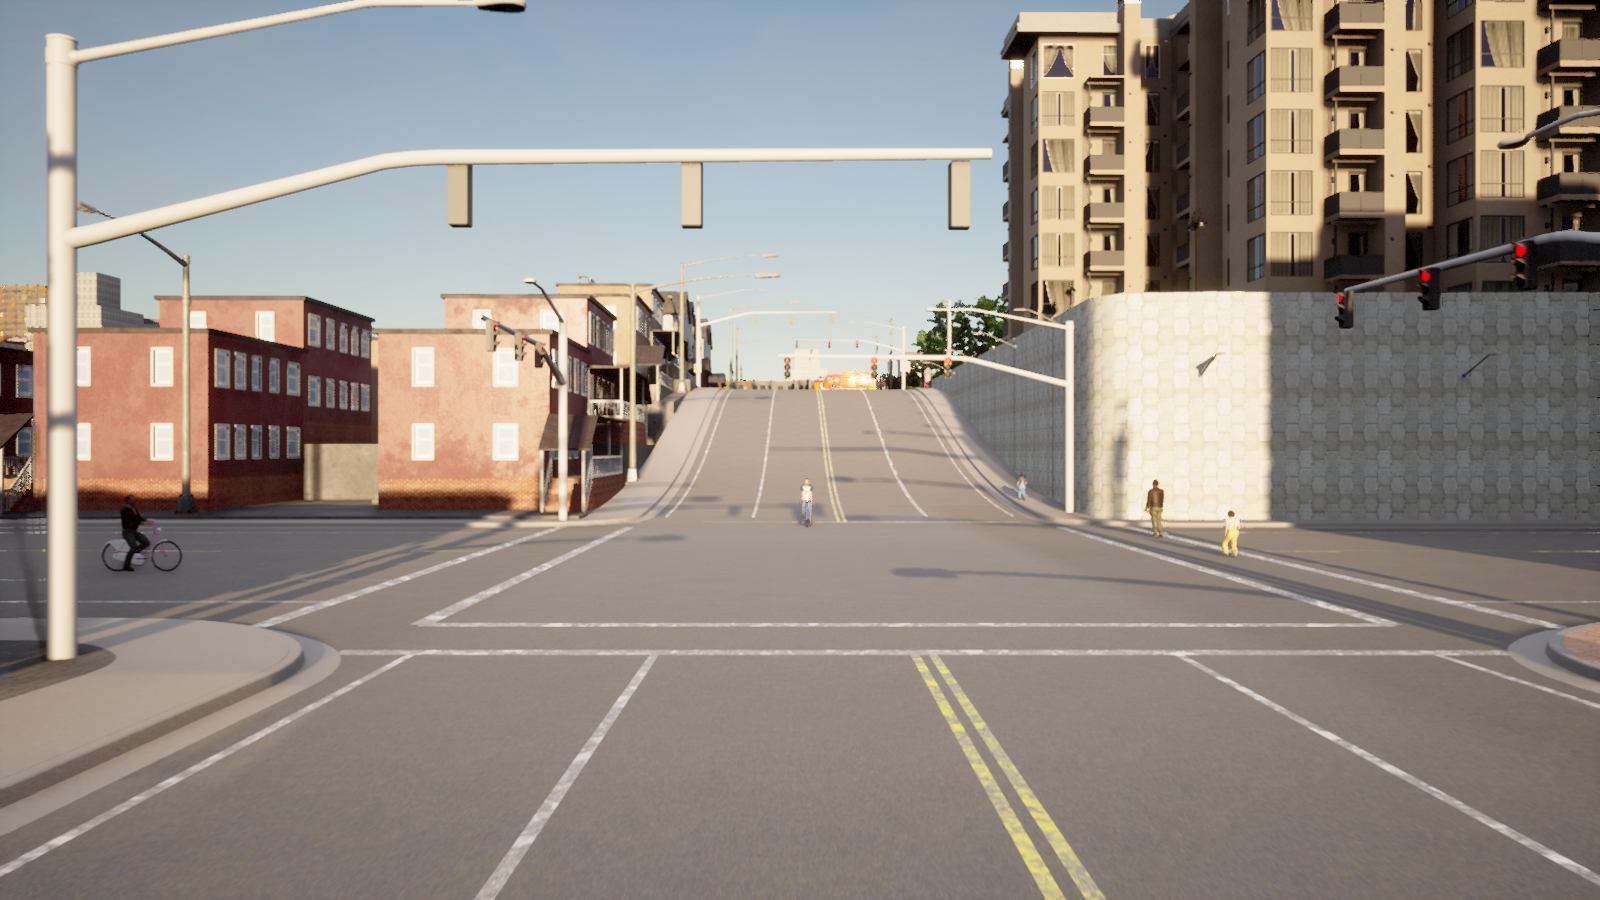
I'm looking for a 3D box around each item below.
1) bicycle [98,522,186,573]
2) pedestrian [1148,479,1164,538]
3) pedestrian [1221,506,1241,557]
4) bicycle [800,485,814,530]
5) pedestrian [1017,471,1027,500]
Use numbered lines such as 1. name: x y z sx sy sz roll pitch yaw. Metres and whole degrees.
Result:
1. bicycle: -15.106 2.232 26.255 1.835 1.126 0.329 0 0 0
2. pedestrian: 11.313 1.848 36.275 0.375 1.860 0.375 0 0 -5
3. pedestrian: 11.234 2.128 29.768 0.375 1.300 0.375 0 0 -5
4. bicycle: 0.253 2.044 41.027 0.373 1.521 1.643 0 0 -4
5. pedestrian: 9.933 1.577 51.074 0.375 1.300 0.375 0 0 0
